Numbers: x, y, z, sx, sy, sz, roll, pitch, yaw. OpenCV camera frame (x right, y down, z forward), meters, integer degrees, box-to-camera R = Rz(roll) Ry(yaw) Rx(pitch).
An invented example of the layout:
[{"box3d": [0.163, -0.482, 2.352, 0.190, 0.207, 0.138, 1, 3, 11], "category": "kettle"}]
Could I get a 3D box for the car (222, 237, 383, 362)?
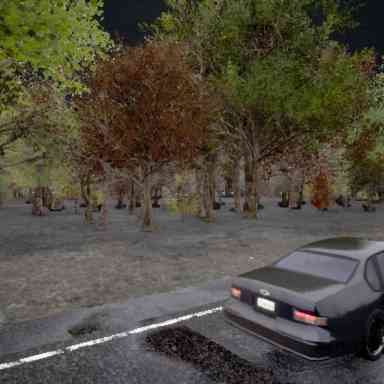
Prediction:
[{"box3d": [3.024, 1.548, 5.901, 5.357, 1.411, 2.033, 0, 0, -35], "category": "car"}]
